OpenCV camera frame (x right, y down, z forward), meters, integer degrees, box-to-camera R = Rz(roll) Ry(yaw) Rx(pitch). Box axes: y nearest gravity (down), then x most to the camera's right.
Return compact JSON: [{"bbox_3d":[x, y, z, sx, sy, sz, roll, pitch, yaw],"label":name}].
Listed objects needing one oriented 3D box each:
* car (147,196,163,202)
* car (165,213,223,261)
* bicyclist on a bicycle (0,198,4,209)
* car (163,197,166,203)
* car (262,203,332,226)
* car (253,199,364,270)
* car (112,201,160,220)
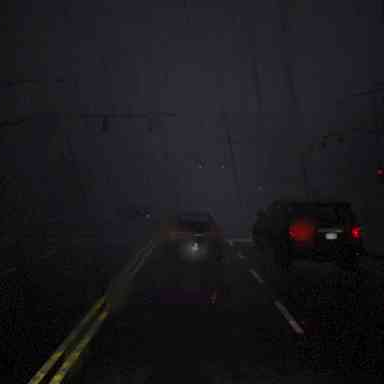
[{"bbox_3d":[-7.051,1.533,61.159,2.097,1.767,4.553,0,0,1],"label":"car"},{"bbox_3d":[0.039,1.529,12.454,2.128,1.511,4.902,0,0,-1],"label":"car"},{"bbox_3d":[-25.307,1.430,43.836,0.582,1.620,1.656,0,0,0],"label":"bicyclist on a bicycle"},{"bbox_3d":[-7.016,1.822,76.629,1.895,1.301,4.718,0,0,0],"label":"car"},{"bbox_3d":[8.060,1.623,25.254,5.357,1.411,2.033,0,0,-31],"label":"car"},{"bbox_3d":[3.585,1.255,11.307,2.150,2.045,5.566,0,0,-1],"label":"car"},{"bbox_3d":[-5.145,1.687,29.230,1.895,1.301,4.718,0,0,-42],"label":"car"}]
